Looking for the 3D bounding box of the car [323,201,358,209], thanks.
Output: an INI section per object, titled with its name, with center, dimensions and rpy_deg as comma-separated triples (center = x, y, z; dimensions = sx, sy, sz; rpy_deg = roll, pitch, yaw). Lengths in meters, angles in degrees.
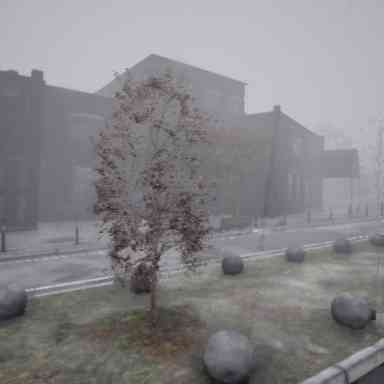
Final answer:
[car]
center = 23.671, 2.067, 53.039
dimensions = 5.357, 1.411, 2.033
rpy_deg = 1, -1, 35
